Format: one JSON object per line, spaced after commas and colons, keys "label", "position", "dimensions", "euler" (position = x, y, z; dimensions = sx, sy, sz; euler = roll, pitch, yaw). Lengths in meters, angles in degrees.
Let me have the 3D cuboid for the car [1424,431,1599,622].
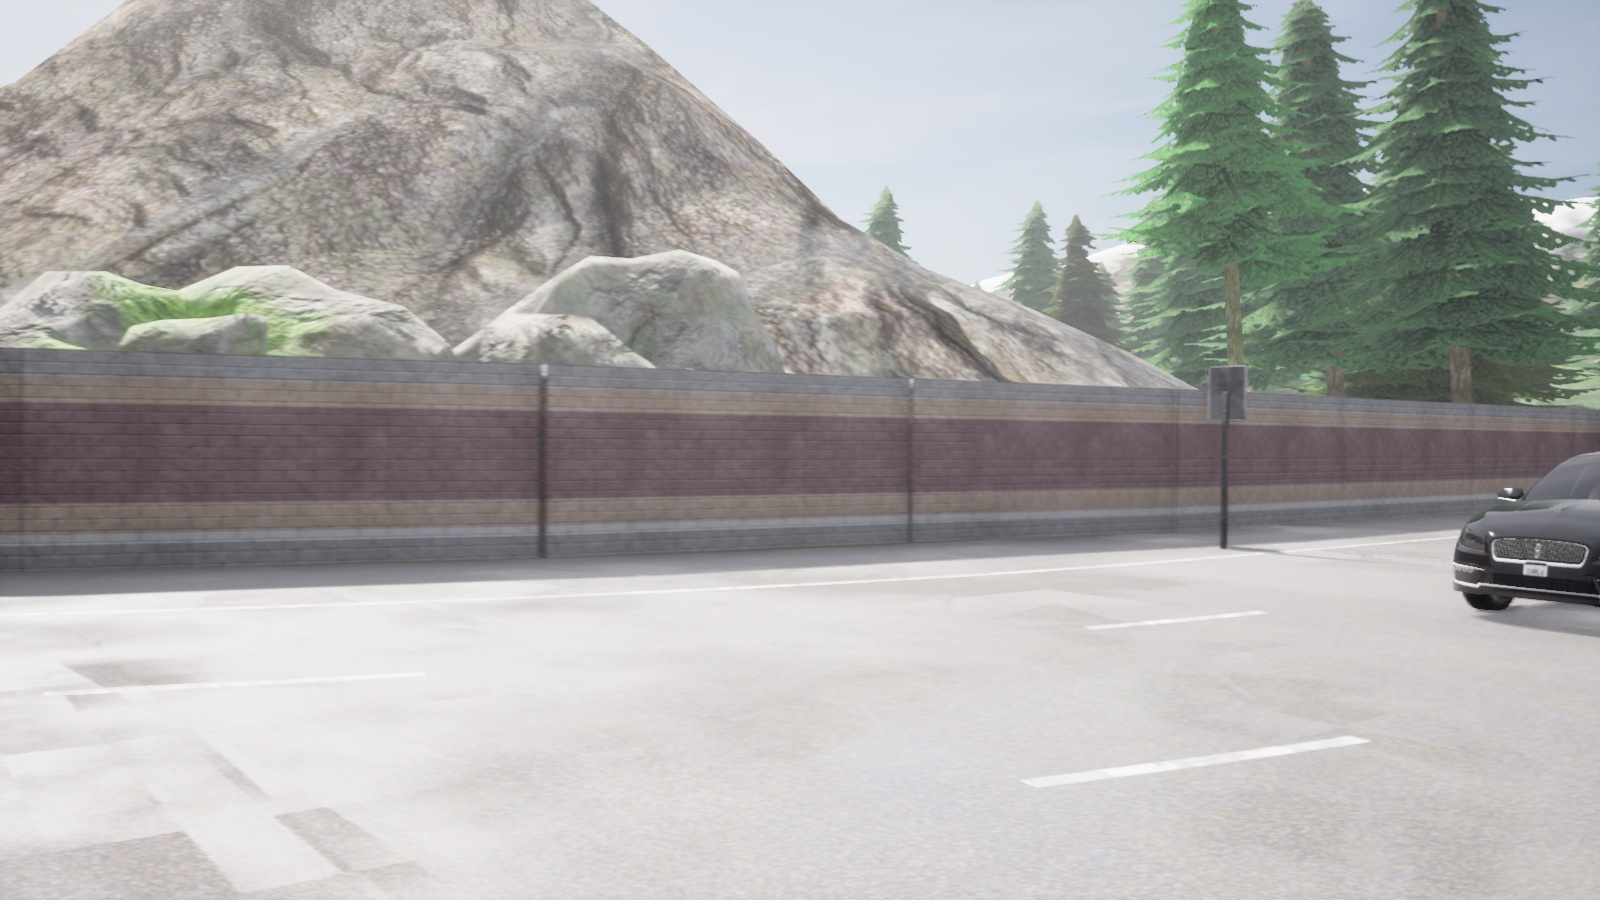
{"label": "car", "position": [7.990, 0.570, 11.731], "dimensions": [4.892, 1.490, 1.837], "euler": [-1, 1, -36]}
